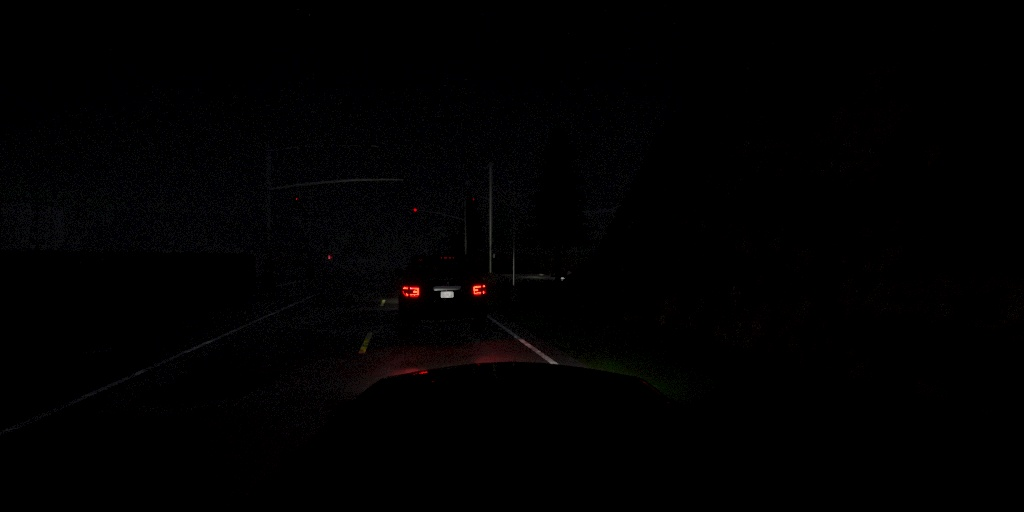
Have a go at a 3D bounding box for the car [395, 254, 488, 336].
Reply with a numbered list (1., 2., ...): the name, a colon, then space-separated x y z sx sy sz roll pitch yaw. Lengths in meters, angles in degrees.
1. car: -2.230 0.971 10.718 2.150 2.045 5.566 0 0 -16

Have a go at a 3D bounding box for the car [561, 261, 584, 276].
1. car: 6.659 1.227 35.261 5.008 1.535 1.882 0 0 -19
